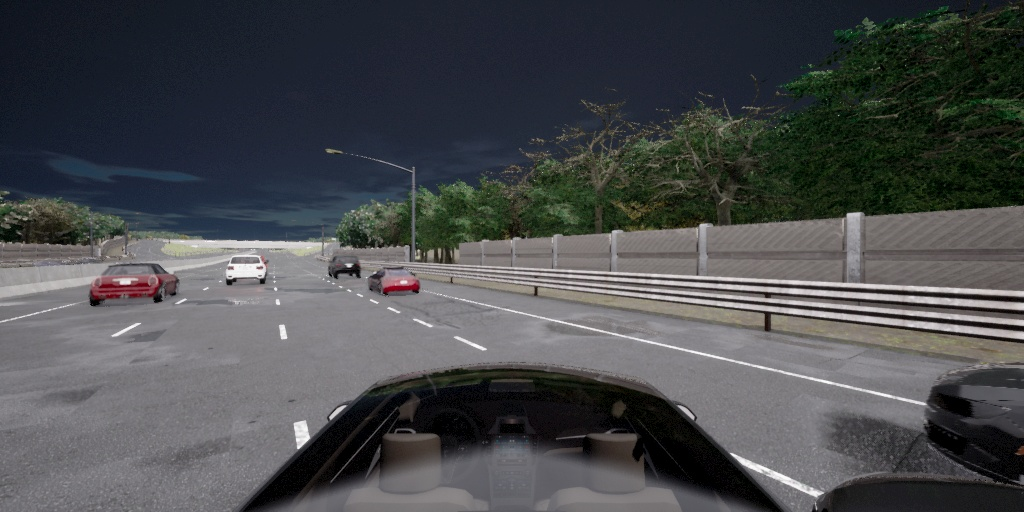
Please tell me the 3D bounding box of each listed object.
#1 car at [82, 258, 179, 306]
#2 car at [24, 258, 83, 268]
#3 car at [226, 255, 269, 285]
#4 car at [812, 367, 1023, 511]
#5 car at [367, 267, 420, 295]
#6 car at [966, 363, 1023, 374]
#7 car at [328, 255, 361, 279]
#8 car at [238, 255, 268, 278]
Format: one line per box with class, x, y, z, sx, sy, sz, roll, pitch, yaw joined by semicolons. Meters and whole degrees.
car;-16.826;1.094;16.225;2.097;1.767;4.553;0;0;-35
car;-39.151;1.210;30.319;2.128;1.511;4.902;0;0;-34
car;-19.273;0.957;26.139;2.150;2.045;5.566;0;0;-34
car;2.987;1.315;0.391;4.181;1.385;1.994;0;0;34
car;-6.615;1.309;19.862;1.994;1.385;4.181;0;0;-34
car;5.674;1.255;1.701;1.837;1.490;4.892;0;0;-34
car;-15.501;0.956;33.074;2.150;2.045;5.566;0;0;-34
car;-25.263;0.946;35.091;2.150;2.045;5.566;0;0;-34
